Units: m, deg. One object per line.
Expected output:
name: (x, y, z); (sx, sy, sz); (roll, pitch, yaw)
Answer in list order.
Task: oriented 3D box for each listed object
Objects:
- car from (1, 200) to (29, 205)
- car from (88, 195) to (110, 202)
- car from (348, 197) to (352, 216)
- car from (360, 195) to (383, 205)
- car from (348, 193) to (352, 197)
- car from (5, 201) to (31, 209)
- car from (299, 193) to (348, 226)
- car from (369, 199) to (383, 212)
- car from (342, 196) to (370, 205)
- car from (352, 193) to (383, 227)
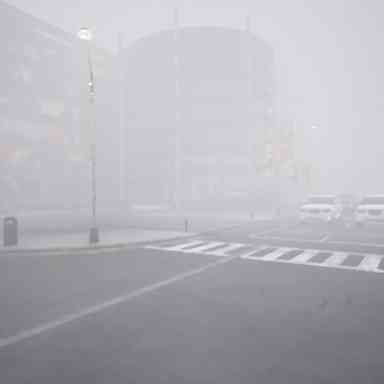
car: (-23.921, 1.850, 44.125); (4.674, 1.452, 2.002); (-1, 0, 33)
car: (-20.441, 1.659, 72.796); (5.566, 2.045, 2.435); (-1, 0, 33)
car: (14.687, 1.488, 32.285); (1.837, 1.490, 4.892); (-1, 0, 31)
car: (31.690, 1.373, 57.736); (1.882, 1.535, 5.008); (-1, 0, -10)
car: (19.386, 1.192, 41.626); (2.150, 2.045, 5.566); (-1, 0, 18)
car: (-29.764, 2.130, 56.798); (4.718, 1.301, 1.895); (-1, 0, 33)
car: (9.445, 1.229, 24.051); (2.150, 2.045, 5.566); (-1, 0, 33)
car: (22.189, 1.524, 39.161); (1.895, 1.301, 4.718); (-1, 0, 21)
car: (28.208, 1.443, 57.389); (1.837, 1.490, 4.892); (-1, 0, -10)
car: (12.381, 1.182, 22.146); (2.150, 2.045, 5.566); (-1, 0, 33)
